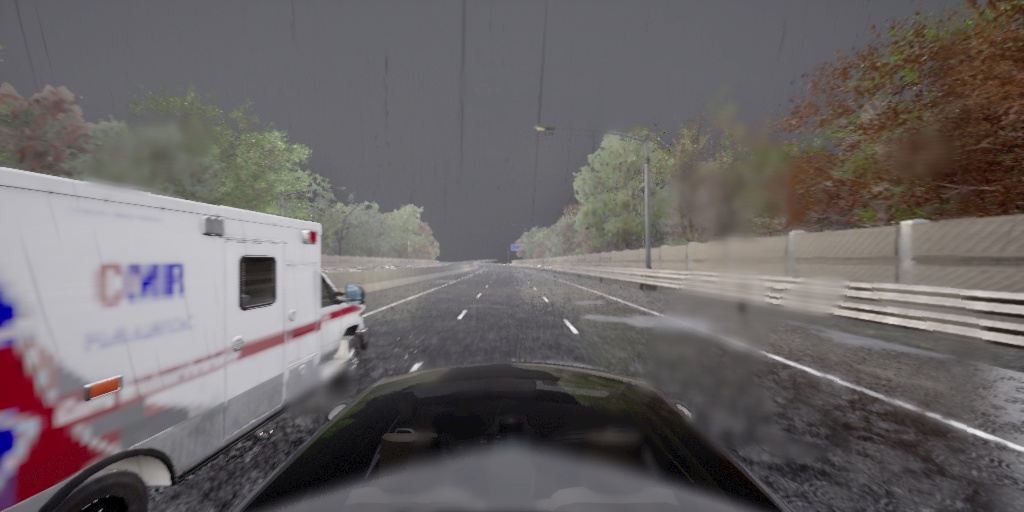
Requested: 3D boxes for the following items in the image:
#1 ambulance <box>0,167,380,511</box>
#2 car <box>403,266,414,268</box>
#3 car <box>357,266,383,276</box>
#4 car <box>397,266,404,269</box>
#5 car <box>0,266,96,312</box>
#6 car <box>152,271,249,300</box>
[{"bbox_3d":[-3.522,0.808,3.478,2.351,2.431,6.366,0,0,0],"label":"ambulance"},{"bbox_3d":[-14.834,2.296,55.535,1.895,1.301,4.718,0,-1,-1],"label":"car"},{"bbox_3d":[-21.830,2.274,55.366,2.033,1.411,5.357,0,-1,-1],"label":"car"},{"bbox_3d":[-18.526,2.383,62.117,2.033,1.411,5.357,0,-1,-2],"label":"car"},{"bbox_3d":[-21.157,1.341,15.049,2.097,1.767,4.553,0,-1,0],"label":"car"},{"bbox_3d":[-17.701,1.618,20.724,1.994,1.385,4.181,0,-1,0],"label":"car"}]
